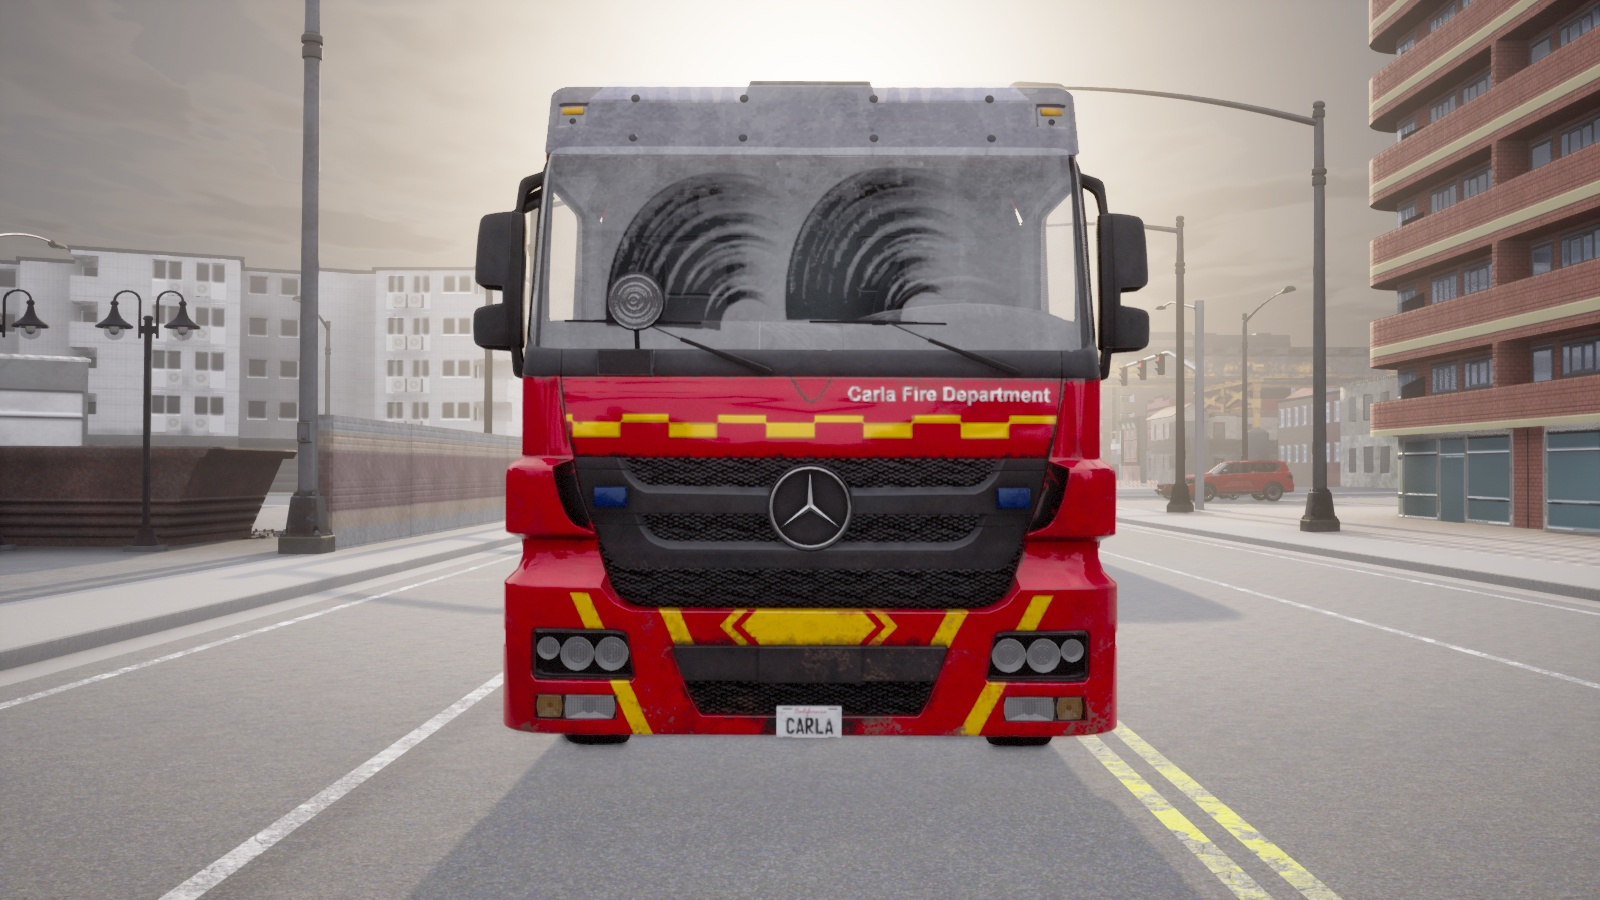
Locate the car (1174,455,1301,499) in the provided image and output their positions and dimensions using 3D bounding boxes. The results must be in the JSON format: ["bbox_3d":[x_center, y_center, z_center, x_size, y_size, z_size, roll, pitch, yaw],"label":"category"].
[{"bbox_3d":[21.797,1.356,62.725,5.566,2.045,2.150,-1,-1,2],"label":"car"}]

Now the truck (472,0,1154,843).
[{"bbox_3d":[0.070,-0.191,9.584,2.891,3.827,8.468,0,-1,0],"label":"truck"}]

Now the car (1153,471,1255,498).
[{"bbox_3d":[21.271,1.809,66.245,4.718,1.301,1.895,-1,-1,1],"label":"car"}]
